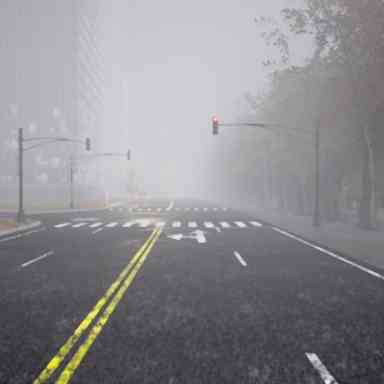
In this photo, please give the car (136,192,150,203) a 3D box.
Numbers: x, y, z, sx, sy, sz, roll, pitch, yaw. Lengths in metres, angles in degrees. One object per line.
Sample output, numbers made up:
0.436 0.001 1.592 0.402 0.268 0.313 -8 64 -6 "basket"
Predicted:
-8.246 0.806 55.910 2.097 1.767 4.553 0 0 -4 "car"
